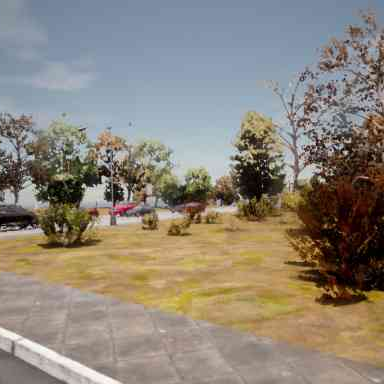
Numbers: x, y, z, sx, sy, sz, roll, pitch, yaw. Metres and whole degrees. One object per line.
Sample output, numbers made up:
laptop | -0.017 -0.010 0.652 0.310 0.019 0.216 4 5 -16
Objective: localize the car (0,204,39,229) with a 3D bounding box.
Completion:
car | -14.041 1.936 25.326 2.150 2.045 5.566 -3 -2 32

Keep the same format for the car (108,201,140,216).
car | -9.141 2.345 46.556 2.150 2.045 5.566 -3 -2 32

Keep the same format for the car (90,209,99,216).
car | -12.154 2.387 35.185 1.882 1.535 5.008 -3 -2 33

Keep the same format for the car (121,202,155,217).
car | -6.733 2.481 43.784 1.812 1.442 4.674 -3 -2 32

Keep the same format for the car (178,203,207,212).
car | 0.496 2.313 48.398 1.882 1.535 5.008 -3 -2 32

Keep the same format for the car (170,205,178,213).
car | -1.616 2.580 51.899 1.994 1.385 4.181 -3 -2 32
